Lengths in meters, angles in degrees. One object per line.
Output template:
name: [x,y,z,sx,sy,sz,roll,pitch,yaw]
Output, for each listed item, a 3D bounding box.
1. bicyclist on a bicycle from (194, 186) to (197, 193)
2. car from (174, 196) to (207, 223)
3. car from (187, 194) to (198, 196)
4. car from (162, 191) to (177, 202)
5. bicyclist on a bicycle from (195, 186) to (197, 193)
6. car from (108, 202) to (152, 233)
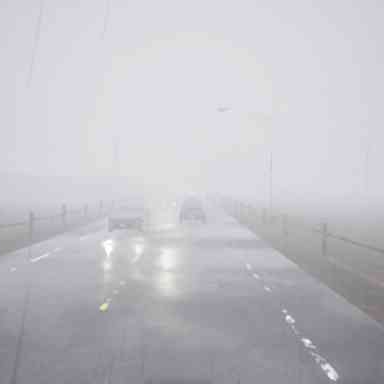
bicyclist on a bicycle: [0.980,-0.745,93.425,0.659,1.776,1.843,0,3,0]
car: [0.037,1.350,23.908,2.128,1.511,4.902,0,1,1]
car: [0.086,1.062,40.914,1.837,1.490,4.892,0,2,0]
car: [-3.549,0.679,52.211,2.097,1.767,4.553,0,1,0]
bicyclist on a bicycle: [0.976,-0.292,84.437,0.866,1.612,1.509,0,2,0]
car: [-3.549,1.409,19.606,1.882,1.535,5.008,0,1,1]
